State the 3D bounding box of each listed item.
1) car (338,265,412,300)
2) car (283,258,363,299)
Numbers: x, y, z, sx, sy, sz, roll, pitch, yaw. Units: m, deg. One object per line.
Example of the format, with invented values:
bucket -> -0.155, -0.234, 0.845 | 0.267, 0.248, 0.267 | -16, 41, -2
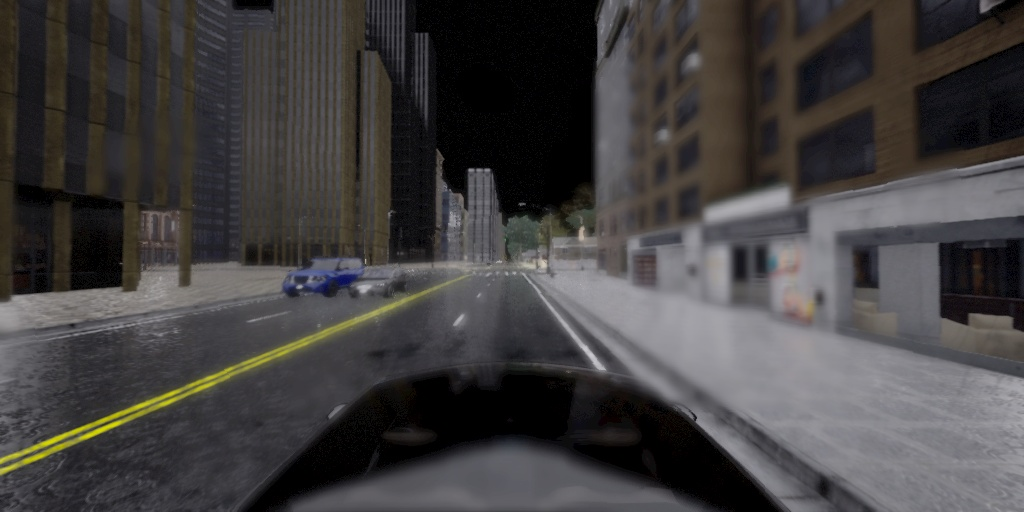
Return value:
car -> -6.597, 1.365, 18.495 | 2.128, 1.511, 4.902 | 0, 0, 0
car -> -9.847, 1.102, 19.478 | 2.150, 2.045, 5.566 | 0, 0, 0
